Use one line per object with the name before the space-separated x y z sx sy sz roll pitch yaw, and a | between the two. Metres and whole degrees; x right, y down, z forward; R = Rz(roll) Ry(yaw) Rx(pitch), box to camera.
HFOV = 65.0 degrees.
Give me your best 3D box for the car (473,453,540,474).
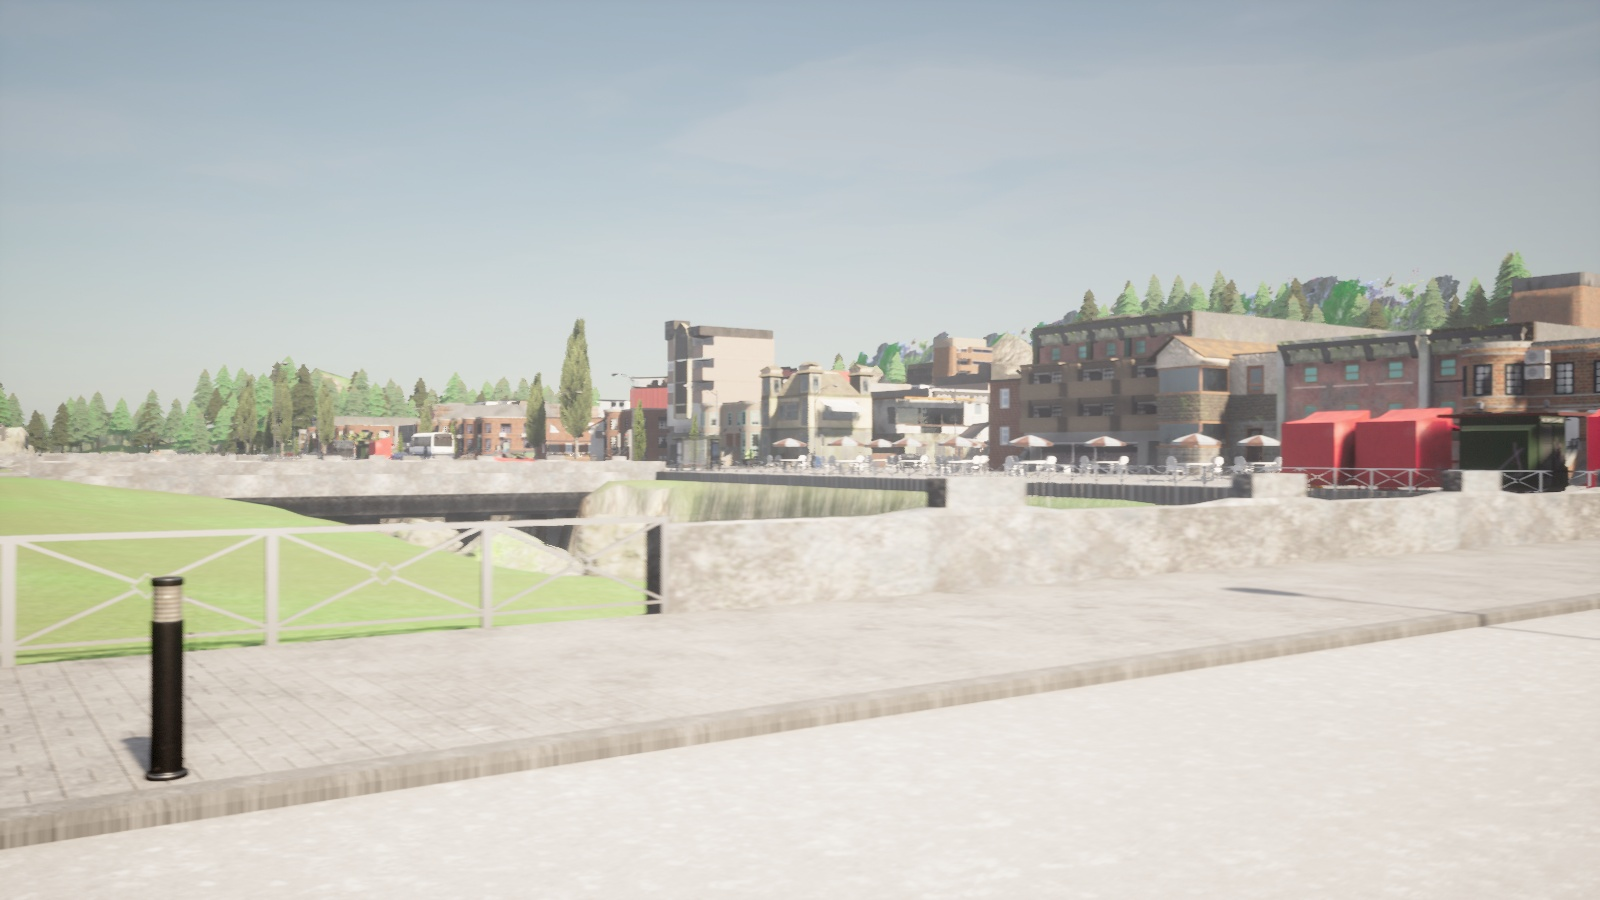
car | -22.012 0.971 94.228 4.514 1.525 2.007 0 0 -35
